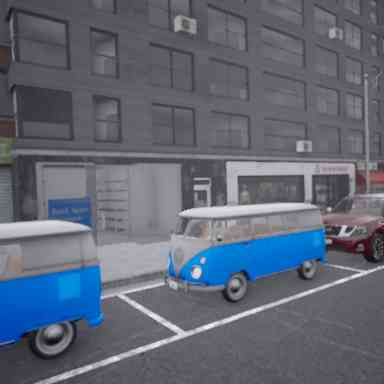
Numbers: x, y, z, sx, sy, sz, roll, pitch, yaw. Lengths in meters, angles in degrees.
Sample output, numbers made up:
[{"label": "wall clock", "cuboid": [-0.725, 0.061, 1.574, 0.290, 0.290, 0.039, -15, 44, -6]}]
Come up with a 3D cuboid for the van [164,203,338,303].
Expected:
[{"label": "van", "cuboid": [1.329, 1.184, 7.550, 3.998, 1.788, 1.690, -2, 1, -36]}]

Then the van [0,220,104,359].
[{"label": "van", "cuboid": [-3.188, 1.350, 4.268, 3.998, 1.788, 1.690, -2, 1, -36]}]

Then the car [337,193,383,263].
[{"label": "car", "cuboid": [5.845, 0.991, 10.831, 5.009, 1.841, 2.192, -2, 1, -36]}]
